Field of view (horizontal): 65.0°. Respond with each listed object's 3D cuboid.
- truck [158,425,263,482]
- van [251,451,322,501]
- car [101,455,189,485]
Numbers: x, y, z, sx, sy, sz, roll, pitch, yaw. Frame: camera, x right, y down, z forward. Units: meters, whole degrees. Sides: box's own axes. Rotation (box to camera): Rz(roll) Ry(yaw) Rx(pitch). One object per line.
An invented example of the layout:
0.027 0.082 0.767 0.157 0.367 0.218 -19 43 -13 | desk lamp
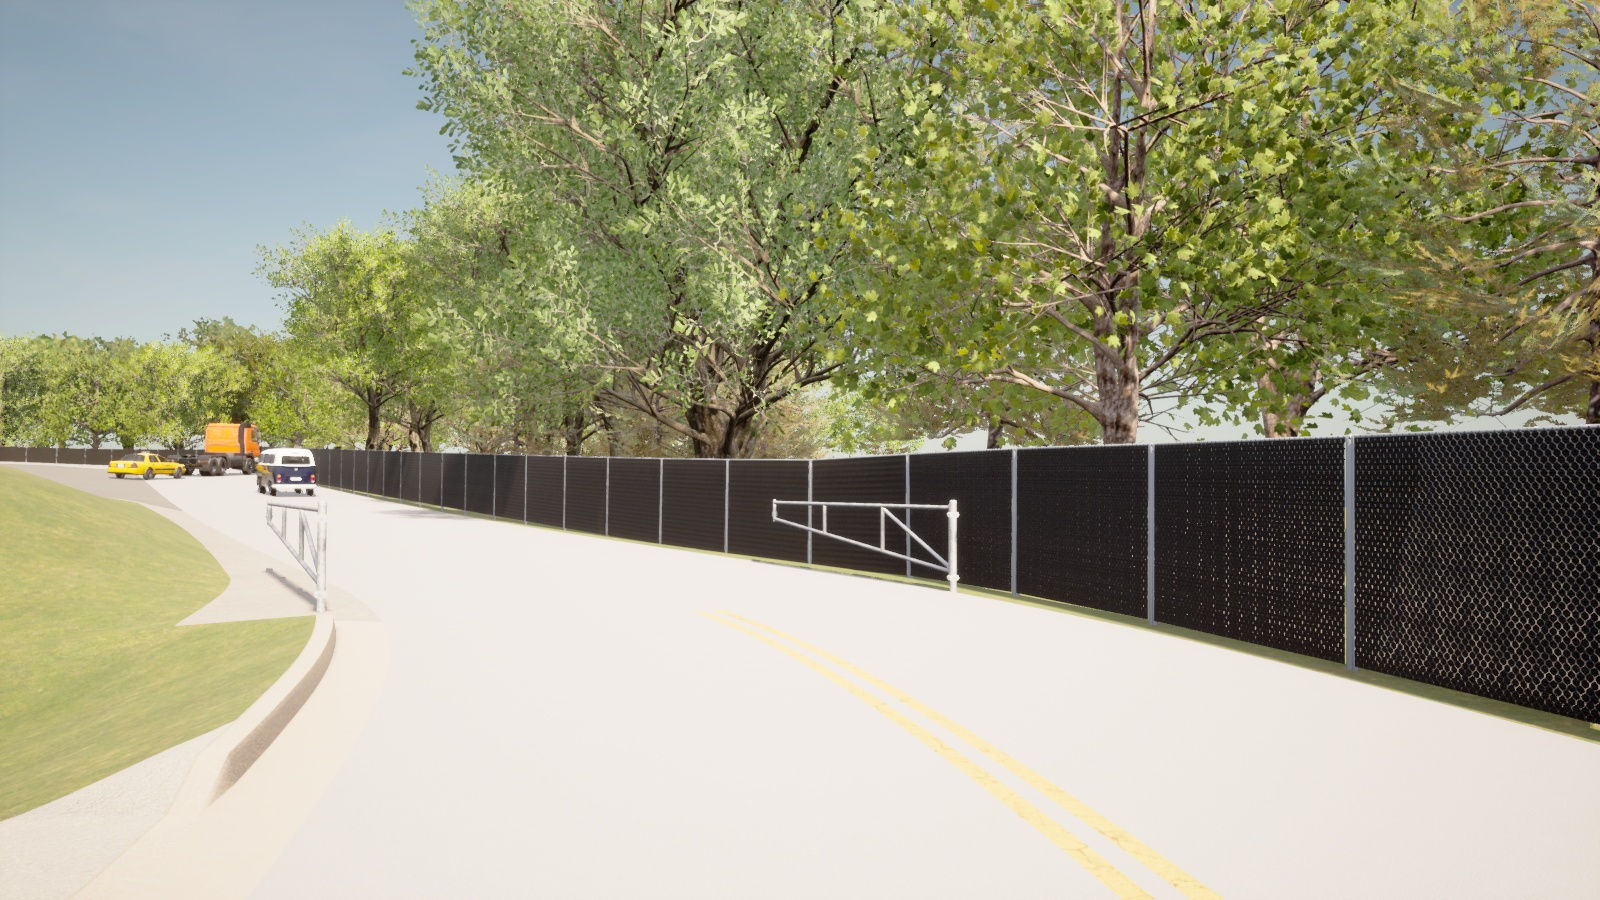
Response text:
-37.848 0.208 80.957 2.891 3.462 7.936 1 0 1 | truck
-22.429 1.109 54.771 2.069 2.038 4.480 1 0 -33 | van
-36.675 1.126 70.474 1.801 1.575 5.366 1 0 4 | car
